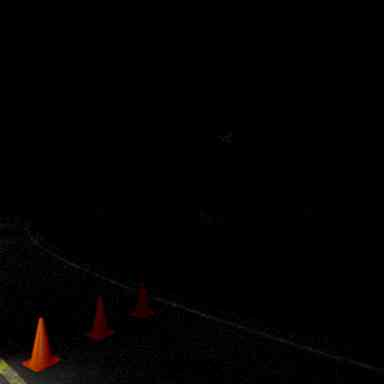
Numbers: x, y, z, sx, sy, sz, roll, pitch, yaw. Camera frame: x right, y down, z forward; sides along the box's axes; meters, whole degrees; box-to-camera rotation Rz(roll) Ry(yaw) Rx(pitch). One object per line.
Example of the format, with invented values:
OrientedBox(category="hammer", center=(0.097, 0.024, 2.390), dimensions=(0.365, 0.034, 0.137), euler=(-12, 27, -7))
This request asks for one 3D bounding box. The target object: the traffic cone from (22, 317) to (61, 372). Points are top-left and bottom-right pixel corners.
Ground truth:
OrientedBox(category="traffic cone", center=(-1.968, 1.939, 4.354), dimensions=(0.340, 0.580, 0.340), euler=(1, 1, 32))

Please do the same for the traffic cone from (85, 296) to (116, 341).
OrientedBox(category="traffic cone", center=(-1.433, 1.930, 5.195), dimensions=(0.340, 0.580, 0.340), euler=(1, 1, 33))

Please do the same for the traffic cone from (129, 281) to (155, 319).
OrientedBox(category="traffic cone", center=(-0.899, 1.922, 6.036), dimensions=(0.340, 0.580, 0.340), euler=(1, 1, 32))
